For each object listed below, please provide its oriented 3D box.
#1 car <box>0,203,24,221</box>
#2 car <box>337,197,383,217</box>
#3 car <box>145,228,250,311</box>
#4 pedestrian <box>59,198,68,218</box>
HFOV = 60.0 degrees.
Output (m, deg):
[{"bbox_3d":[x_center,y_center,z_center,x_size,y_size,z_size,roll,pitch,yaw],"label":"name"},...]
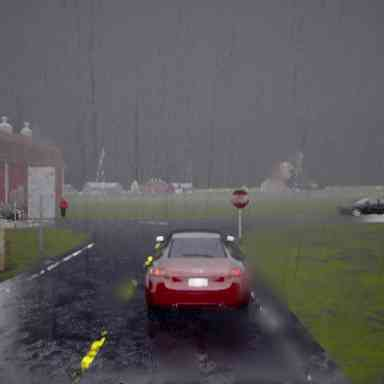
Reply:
[{"bbox_3d":[-15.966,1.665,26.485,4.892,1.490,1.837,-1,-1,6],"label":"car"},{"bbox_3d":[14.002,1.137,26.250,5.008,1.535,1.882,-1,0,-4],"label":"car"},{"bbox_3d":[0.086,1.536,7.799,1.994,1.385,4.181,0,0,-1],"label":"car"},{"bbox_3d":[-11.273,1.384,29.142,0.375,1.860,0.375,0,1,4],"label":"pedestrian"}]
